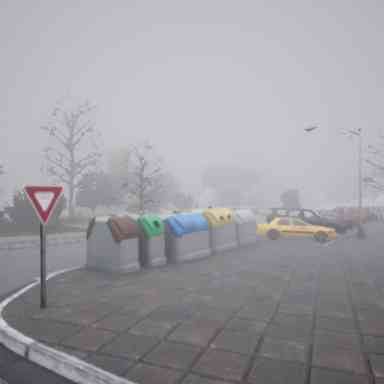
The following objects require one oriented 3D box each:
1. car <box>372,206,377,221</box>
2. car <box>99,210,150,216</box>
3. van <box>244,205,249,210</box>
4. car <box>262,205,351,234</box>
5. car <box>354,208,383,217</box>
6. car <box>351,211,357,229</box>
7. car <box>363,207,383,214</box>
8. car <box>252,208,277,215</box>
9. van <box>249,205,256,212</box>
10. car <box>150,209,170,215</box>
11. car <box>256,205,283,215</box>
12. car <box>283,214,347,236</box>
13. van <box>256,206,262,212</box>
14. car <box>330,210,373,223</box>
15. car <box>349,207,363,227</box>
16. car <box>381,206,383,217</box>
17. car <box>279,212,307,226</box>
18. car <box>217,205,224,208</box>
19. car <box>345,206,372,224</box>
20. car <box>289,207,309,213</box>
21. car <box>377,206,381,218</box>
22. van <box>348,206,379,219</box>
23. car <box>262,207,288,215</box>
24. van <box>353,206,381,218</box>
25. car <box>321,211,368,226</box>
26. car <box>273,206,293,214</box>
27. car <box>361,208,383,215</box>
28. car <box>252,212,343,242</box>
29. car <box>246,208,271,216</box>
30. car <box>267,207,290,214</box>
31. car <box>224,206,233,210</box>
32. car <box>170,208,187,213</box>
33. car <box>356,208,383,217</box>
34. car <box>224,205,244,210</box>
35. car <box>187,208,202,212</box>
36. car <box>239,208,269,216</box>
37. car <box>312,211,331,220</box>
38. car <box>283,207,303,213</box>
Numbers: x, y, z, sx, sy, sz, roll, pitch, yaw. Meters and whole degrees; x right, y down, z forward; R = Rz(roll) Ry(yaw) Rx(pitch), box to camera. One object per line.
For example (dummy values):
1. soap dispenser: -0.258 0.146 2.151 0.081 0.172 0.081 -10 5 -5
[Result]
1. car: 19.750 2.926 42.240 5.566 2.045 2.435 1 -1 13
2. car: -7.240 2.639 34.114 4.892 1.521 2.231 -1 -3 13
3. van: 6.790 3.231 55.424 4.442 1.987 1.878 -1 -3 13
4. car: 8.254 2.242 24.614 5.566 2.045 2.435 1 -2 13
5. car: 34.710 4.043 64.881 5.366 1.575 1.946 1 -2 13
6. car: 11.541 2.697 29.651 5.008 1.535 2.097 1 -1 13
7. car: 45.667 4.716 82.865 5.008 1.535 2.097 1 -1 10
8. car: 14.814 3.966 67.906 4.792 1.488 2.163 -1 -3 13
9. van: 8.411 3.327 57.920 4.442 1.987 1.878 -1 -3 13
10. car: -5.375 2.749 36.948 4.892 1.521 2.231 -1 -2 13
11. car: 16.376 3.781 70.416 5.566 2.045 2.435 -1 -2 13
12. car: 9.876 2.637 27.125 4.674 1.452 2.002 1 -1 13
13. van: 10.034 3.423 60.416 4.442 1.987 1.878 -1 -3 13
14. car: 21.384 3.303 44.753 4.792 1.488 2.163 1 -1 13
15. car: 14.816 2.764 34.702 4.553 1.767 2.185 1 -2 13
16. car: 26.367 3.312 52.303 5.566 2.045 2.435 1 -2 13
17. car: 11.919 3.104 38.894 1.895 1.301 4.718 -1 -2 33
18. car: 1.834 3.045 47.955 4.553 1.767 2.185 0 -2 13
19. car: 16.465 2.734 37.206 5.566 2.045 2.435 1 -1 13
20. car: 28.971 4.801 90.511 5.008 1.535 2.097 -1 -2 11
21. car: 23.088 3.119 47.272 5.566 2.045 2.435 1 -2 13
22. van: 29.506 3.527 57.362 4.442 1.987 1.878 1 -1 13
23. car: 18.197 4.124 72.863 5.366 1.575 1.946 -1 -3 13
24. van: 32.785 3.719 62.413 4.442 1.987 1.878 1 -1 13
25. car: 18.103 3.110 39.719 4.792 1.488 2.163 1 -1 13
26. car: 21.239 4.194 77.897 4.553 1.767 2.185 -1 -2 12
27. car: 42.548 4.523 77.699 5.008 1.535 2.097 1 -2 11
28. car: 6.742 2.381 22.042 5.366 1.575 1.946 1 -2 13
29. car: 13.134 3.870 65.418 4.792 1.488 2.163 -1 -2 13
30. car: 19.622 4.225 75.394 4.892 1.521 2.231 0 -2 13
31. car: 3.427 3.307 50.456 4.674 1.452 2.002 -1 -3 13
32. car: -3.708 2.855 39.828 5.366 1.575 1.946 -1 -2 13
33. car: 36.160 4.139 67.446 5.008 1.535 2.097 1 -1 12
34. car: 5.023 3.111 52.961 5.566 2.045 2.435 -1 -2 13
35. car: -1.645 2.995 42.628 4.792 1.488 2.163 -1 -3 13
36. car: 11.724 3.740 62.882 5.366 1.575 1.946 0 -3 13
37. car: 20.049 3.580 51.364 1.895 1.301 4.718 -1 -2 33
38. car: 25.873 4.638 85.446 4.792 1.488 2.163 -1 -2 12
